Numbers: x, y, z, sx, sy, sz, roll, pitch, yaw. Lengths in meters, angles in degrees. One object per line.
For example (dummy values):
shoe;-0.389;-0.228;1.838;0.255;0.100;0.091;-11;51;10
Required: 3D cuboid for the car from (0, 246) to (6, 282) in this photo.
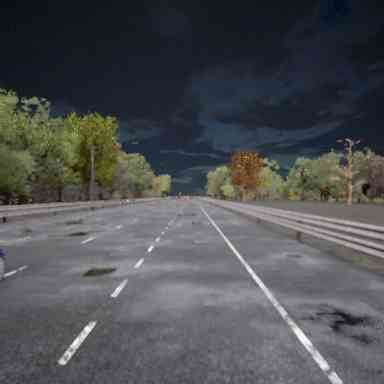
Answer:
car;-5.514;1.578;6.833;1.882;1.535;5.008;0;-1;-12
